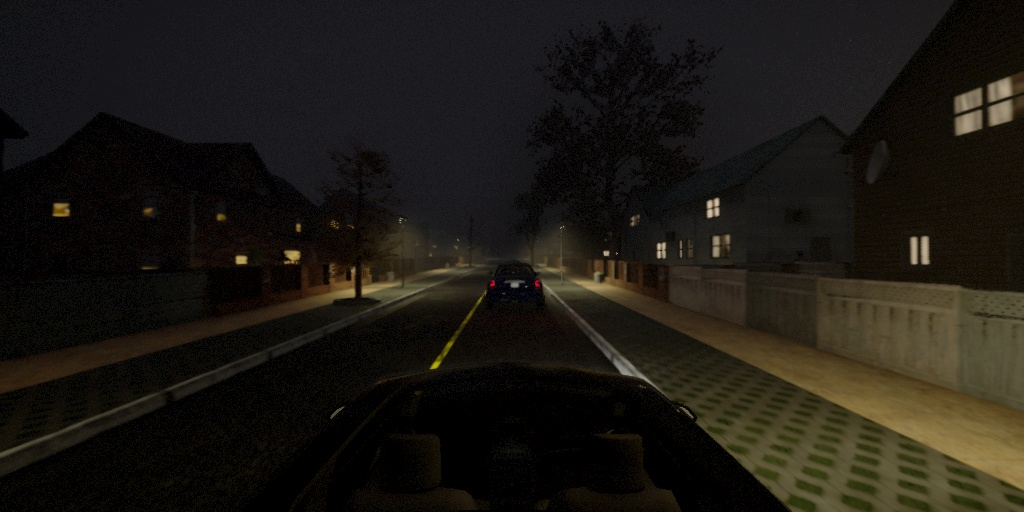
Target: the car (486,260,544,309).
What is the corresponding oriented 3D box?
[{"bbox_3d":[0.103,1.017,14.631,2.097,1.767,4.553,0,0,0],"label":"car"}]
